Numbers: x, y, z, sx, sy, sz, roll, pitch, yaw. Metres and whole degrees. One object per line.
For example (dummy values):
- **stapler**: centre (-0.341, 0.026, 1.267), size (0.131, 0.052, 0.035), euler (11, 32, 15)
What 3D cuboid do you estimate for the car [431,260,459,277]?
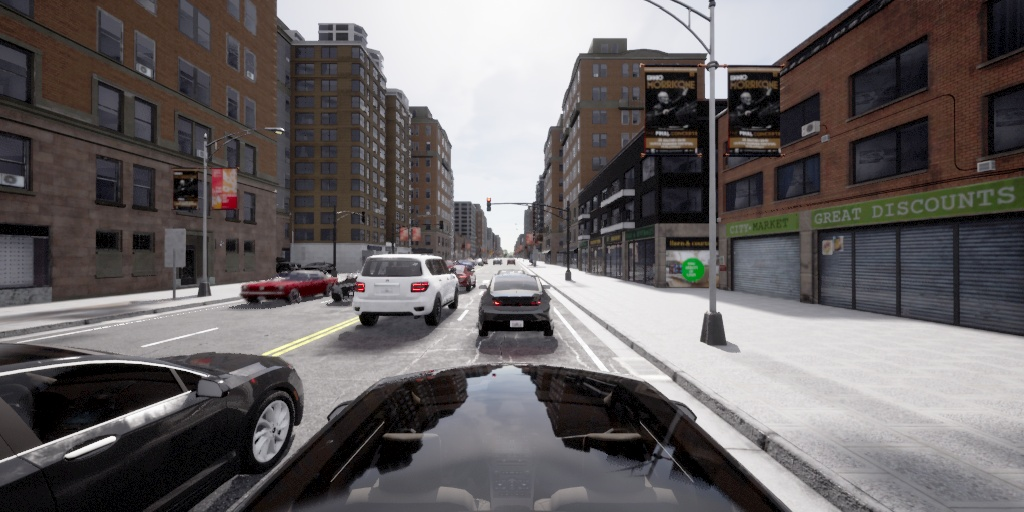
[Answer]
- **car**: centre (-6.670, 1.236, 36.206), size (1.882, 1.535, 5.008), euler (0, 0, 0)

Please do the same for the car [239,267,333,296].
- **car**: centre (-9.882, 1.352, 16.343), size (1.895, 1.301, 4.718), euler (0, 0, 0)

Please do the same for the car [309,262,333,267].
- **car**: centre (-22.227, 1.346, 40.689), size (4.313, 1.339, 1.948), euler (0, 0, 0)

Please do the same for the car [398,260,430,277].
- **car**: centre (-9.919, 1.236, 36.761), size (1.882, 1.535, 5.008), euler (0, 0, 0)

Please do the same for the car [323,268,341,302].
- **car**: centre (-6.632, 1.316, 16.742), size (1.994, 1.385, 4.181), euler (0, 0, 0)

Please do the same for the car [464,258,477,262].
- **car**: centre (-6.696, 1.295, 52.990), size (1.812, 1.442, 4.674), euler (0, 0, 0)

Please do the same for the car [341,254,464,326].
- **car**: centre (-3.173, 0.972, 11.856), size (2.150, 2.045, 5.566), euler (0, 0, 1)

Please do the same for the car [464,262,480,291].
- **car**: centre (-3.248, 1.279, 21.556), size (1.812, 1.442, 4.674), euler (0, 0, 0)

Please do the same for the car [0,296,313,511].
- **car**: centre (-3.153, 1.255, 1.903), size (1.837, 1.490, 4.892), euler (0, 0, 0)

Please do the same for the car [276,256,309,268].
- **car**: centre (-23.555, 0.973, 35.212), size (5.566, 2.045, 2.150), euler (0, 0, 0)

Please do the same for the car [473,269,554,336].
- **car**: centre (0.085, 1.256, 10.348), size (1.837, 1.490, 4.892), euler (0, 0, 0)
